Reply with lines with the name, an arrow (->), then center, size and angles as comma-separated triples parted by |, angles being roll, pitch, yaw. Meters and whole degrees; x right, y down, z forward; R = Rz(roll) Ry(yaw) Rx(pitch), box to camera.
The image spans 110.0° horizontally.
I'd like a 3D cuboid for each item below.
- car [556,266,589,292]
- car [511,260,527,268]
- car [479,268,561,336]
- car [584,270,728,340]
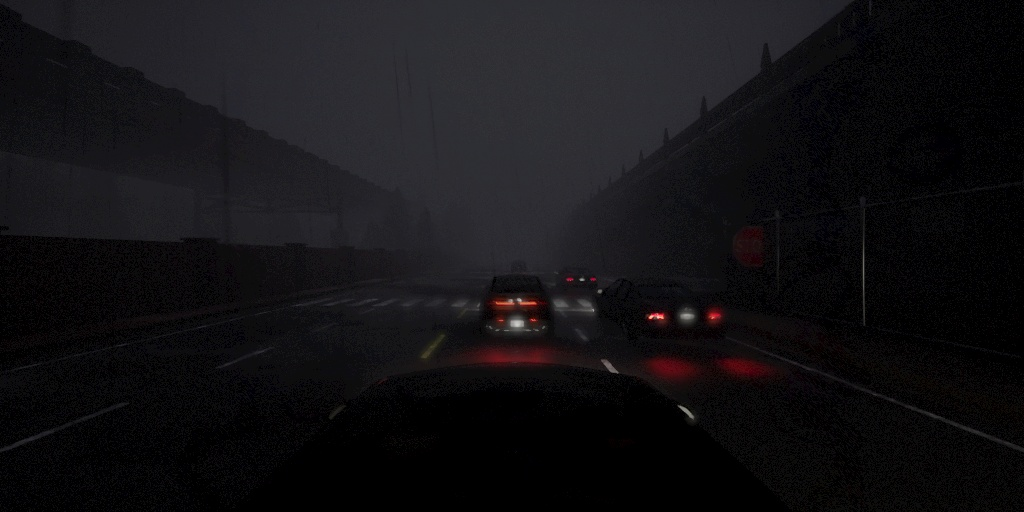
car -> 3.742, 1.297, 21.437 | 2.033, 1.411, 5.357 | 0, 0, 1
car -> 0.853, 1.228, 45.272 | 1.882, 1.535, 5.008 | 0, 0, 1
car -> 0.122, 1.255, 10.374 | 1.837, 1.490, 4.892 | 0, 0, 0
car -> 3.624, 1.297, 9.910 | 2.033, 1.411, 5.357 | 0, 0, 0
